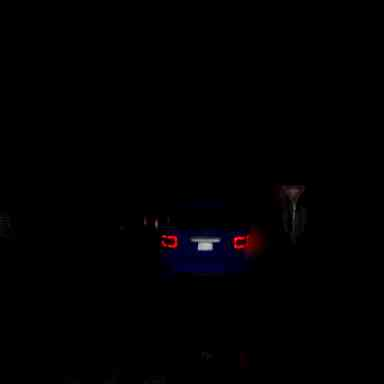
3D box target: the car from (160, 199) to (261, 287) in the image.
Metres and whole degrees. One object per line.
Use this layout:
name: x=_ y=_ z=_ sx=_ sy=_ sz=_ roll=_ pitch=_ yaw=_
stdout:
car: x=0.464 y=1.250 z=9.596 sx=2.150 sy=2.045 sz=5.566 roll=0 pitch=-1 yaw=4

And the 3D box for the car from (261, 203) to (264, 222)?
car: x=3.208 y=1.642 z=23.861 sx=4.181 sy=1.385 sz=1.994 roll=0 pitch=0 yaw=-36

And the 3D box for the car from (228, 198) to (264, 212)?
car: x=6.636 y=1.614 z=41.292 sx=1.882 sy=1.535 sz=5.008 roll=1 pitch=-1 yaw=-26
